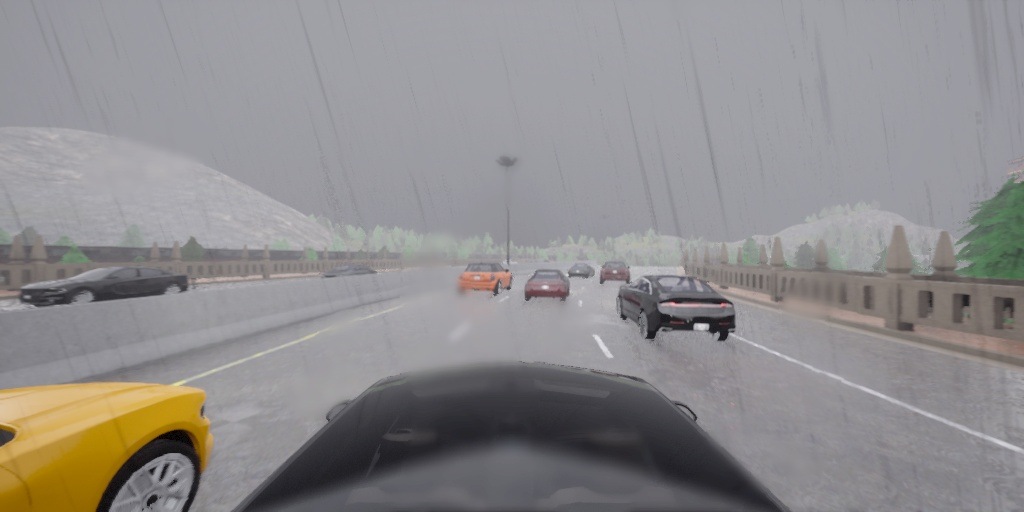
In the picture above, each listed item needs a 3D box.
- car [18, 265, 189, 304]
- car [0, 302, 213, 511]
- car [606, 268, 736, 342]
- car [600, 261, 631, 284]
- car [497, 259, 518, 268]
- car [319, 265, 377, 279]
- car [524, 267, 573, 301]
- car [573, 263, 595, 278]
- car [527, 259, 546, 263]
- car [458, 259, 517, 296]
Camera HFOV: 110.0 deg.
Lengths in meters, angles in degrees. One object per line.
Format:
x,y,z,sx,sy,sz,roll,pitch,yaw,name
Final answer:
-16.516,1.164,14.950,1.882,1.535,5.008,0,0,8,car
-3.294,1.213,0.784,1.882,1.535,5.008,0,0,-1,car
4.180,1.264,9.877,2.128,1.511,4.902,0,0,6,car
7.947,1.150,27.477,2.097,1.767,4.553,0,0,18,car
-0.688,1.306,61.343,1.812,1.442,4.674,0,0,25,car
-11.147,1.279,24.708,1.994,1.385,4.181,0,0,14,car
1.802,1.330,17.568,1.994,1.385,4.181,0,0,10,car
6.676,1.360,34.244,1.994,1.385,4.181,0,0,21,car
2.828,1.391,52.166,1.895,1.301,4.718,0,0,25,car
-1.312,1.106,19.769,2.097,1.767,4.553,0,0,11,car
